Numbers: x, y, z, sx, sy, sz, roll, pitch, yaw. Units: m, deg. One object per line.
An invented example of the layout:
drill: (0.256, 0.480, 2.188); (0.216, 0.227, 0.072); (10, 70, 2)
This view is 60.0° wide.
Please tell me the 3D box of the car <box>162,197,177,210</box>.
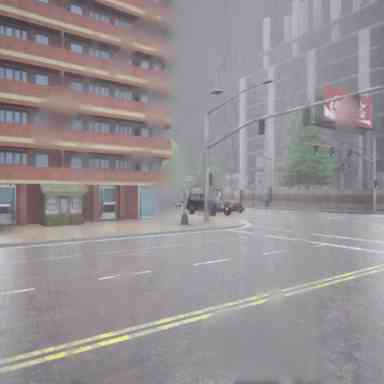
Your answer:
car: (-4.259, 1.352, 41.259); (2.097, 1.767, 4.553); (0, 0, -35)

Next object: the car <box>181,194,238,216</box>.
car: (1.639, 1.222, 32.829); (2.150, 2.045, 5.566); (0, 0, -35)

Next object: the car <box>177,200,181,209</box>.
car: (-3.133, 1.492, 45.756); (2.128, 1.511, 4.902); (0, 0, -35)

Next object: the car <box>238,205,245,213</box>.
car: (3.562, 1.601, 36.187); (1.895, 1.301, 4.718); (0, 0, -35)
